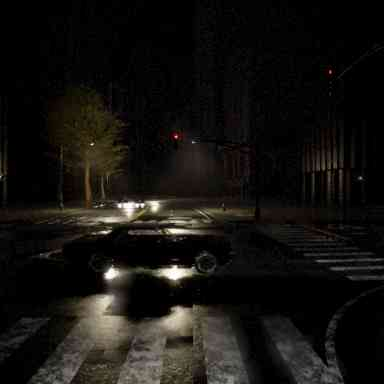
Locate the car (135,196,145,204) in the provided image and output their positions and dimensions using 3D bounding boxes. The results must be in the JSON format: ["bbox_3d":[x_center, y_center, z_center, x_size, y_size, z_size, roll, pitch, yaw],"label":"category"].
[{"bbox_3d":[-10.477,1.538,66.843,2.128,1.511,4.902,0,0,-9],"label":"car"}]

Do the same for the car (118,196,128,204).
[{"bbox_3d":[-13.689,1.538,66.345,2.128,1.511,4.902,0,0,-9],"label":"car"}]

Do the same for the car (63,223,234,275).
[{"bbox_3d":[-1.149,1.600,9.870,4.718,1.301,1.895,0,0,0],"label":"car"}]
